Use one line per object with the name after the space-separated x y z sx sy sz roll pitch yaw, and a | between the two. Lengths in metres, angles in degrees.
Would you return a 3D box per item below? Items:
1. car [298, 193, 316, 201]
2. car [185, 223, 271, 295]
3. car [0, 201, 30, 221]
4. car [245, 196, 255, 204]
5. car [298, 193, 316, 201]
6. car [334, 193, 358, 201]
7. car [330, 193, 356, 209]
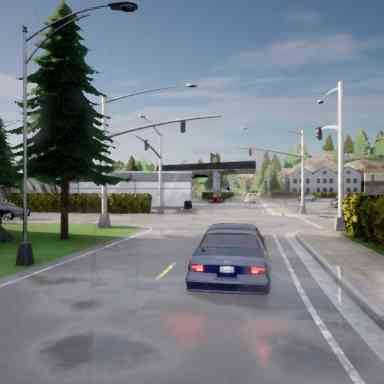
26.216 1.361 76.121 3.806 1.475 1.970 0 0 10 | car
1.094 1.547 8.914 2.033 1.411 5.357 0 0 10 | car
-15.736 1.492 27.241 4.902 1.511 2.128 0 0 10 | car
11.233 1.526 64.794 1.812 1.442 4.674 0 0 10 | car
27.401 1.077 79.287 3.866 1.878 1.905 0 0 10 | car
34.571 1.097 74.673 4.605 1.855 1.932 0 0 10 | car
20.264 1.330 42.385 5.027 1.636 2.152 0 0 10 | car
